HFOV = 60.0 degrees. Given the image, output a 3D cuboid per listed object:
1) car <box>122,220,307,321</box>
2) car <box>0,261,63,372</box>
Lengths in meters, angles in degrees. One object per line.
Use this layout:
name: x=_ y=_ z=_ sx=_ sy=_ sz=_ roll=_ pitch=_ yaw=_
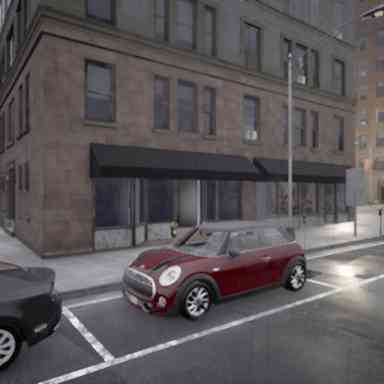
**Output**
car: x=0.575 y=1.400 z=7.154 sx=4.097 sy=1.590 sz=1.967 roll=-1 pitch=1 yaw=-35
car: x=-3.904 y=1.559 z=3.975 sx=4.403 sy=1.369 sz=2.008 roll=-1 pitch=1 yaw=-35
